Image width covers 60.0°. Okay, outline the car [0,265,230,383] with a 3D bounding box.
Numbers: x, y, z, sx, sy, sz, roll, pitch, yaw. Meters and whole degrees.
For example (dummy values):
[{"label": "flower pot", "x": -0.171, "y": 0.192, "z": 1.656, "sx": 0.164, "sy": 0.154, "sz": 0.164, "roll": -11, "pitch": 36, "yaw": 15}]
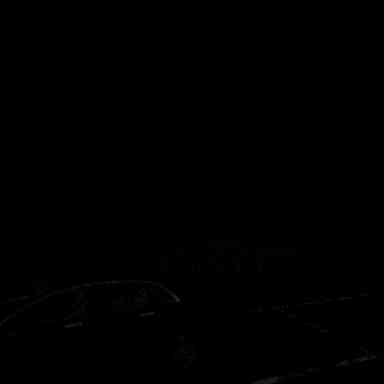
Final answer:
[{"label": "car", "x": -1.621, "y": 1.787, "z": 4.665, "sx": 4.403, "sy": 1.369, "sz": 2.008, "roll": 0, "pitch": -3, "yaw": -21}]
